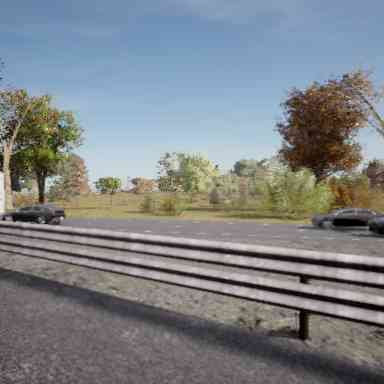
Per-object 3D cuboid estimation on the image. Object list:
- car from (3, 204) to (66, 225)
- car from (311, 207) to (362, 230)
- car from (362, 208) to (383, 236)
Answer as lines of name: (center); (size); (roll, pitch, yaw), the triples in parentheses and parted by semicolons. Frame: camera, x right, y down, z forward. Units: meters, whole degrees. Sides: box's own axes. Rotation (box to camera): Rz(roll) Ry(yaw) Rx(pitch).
car: (-12.042, 1.710, 25.413); (4.892, 1.490, 1.837); (0, 0, 16)
car: (10.712, 1.791, 22.692); (4.902, 1.511, 2.128); (0, 0, 16)
car: (12.577, 1.778, 18.536); (5.008, 1.535, 1.882); (0, 0, 16)
